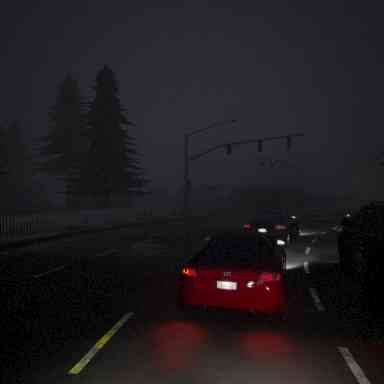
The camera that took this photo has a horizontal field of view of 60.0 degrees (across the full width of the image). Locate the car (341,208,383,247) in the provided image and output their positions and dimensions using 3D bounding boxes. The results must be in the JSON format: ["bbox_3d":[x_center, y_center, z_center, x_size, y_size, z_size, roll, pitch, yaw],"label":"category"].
[{"bbox_3d":[8.371,1.564,15.849,1.994,1.385,4.181,0,0,28],"label":"car"}]

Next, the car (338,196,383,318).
[{"bbox_3d":[4.707,1.221,7.259,2.150,2.045,5.566,0,0,15],"label":"car"}]

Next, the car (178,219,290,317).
[{"bbox_3d":[1.130,1.564,7.620,1.994,1.385,4.181,0,0,15],"label":"car"}]

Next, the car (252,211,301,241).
[{"bbox_3d":[3.792,1.564,15.589,1.994,1.385,4.181,0,0,26],"label":"car"}]
